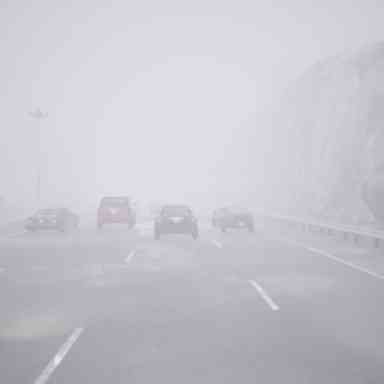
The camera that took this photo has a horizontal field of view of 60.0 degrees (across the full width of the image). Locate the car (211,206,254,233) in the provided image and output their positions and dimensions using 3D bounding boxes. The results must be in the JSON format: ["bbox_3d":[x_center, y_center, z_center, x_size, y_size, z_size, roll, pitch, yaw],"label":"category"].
[{"bbox_3d":[2.365,1.547,19.976,1.812,1.442,4.674,0,0,-6],"label":"car"}]

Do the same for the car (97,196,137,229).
[{"bbox_3d":[-4.906,1.262,22.117,2.150,2.045,5.566,0,0,-7],"label":"car"}]

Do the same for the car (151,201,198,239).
[{"bbox_3d":[-0.923,1.378,17.732,2.097,1.767,4.553,0,0,-5],"label":"car"}]

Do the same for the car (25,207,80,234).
[{"bbox_3d":[-8.140,1.592,19.818,2.033,1.411,5.357,0,0,-7],"label":"car"}]

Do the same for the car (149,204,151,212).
[{"bbox_3d":[-3.643,1.657,36.208,1.895,1.301,4.718,0,0,-11],"label":"car"}]
